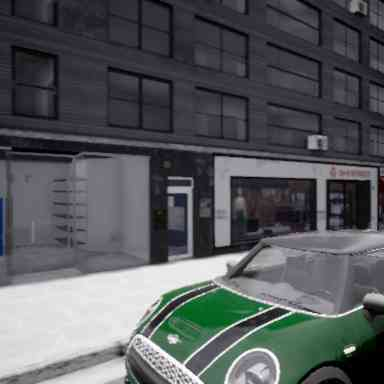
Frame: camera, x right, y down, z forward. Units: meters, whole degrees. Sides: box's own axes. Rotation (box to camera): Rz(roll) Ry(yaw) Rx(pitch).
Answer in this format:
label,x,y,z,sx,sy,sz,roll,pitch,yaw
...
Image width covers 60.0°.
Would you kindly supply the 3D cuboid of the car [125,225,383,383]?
label,x,y,z,sx,sy,sz,roll,pitch,yaw
car,1.502,1.347,4.143,4.553,1.767,2.097,0,0,-36
